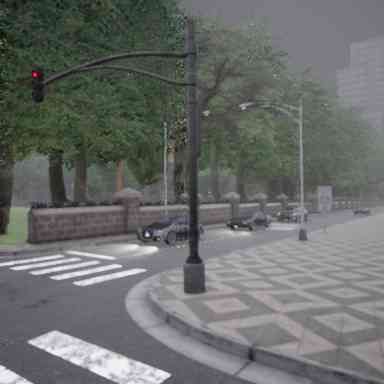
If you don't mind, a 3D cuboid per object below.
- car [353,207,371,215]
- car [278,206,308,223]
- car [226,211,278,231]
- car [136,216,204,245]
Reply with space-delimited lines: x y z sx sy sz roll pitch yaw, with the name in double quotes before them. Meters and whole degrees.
"car" 26.776 2.954 52.314 1.895 1.301 4.718 -1 -2 36
"car" 10.587 2.244 34.913 2.097 1.767 4.553 -1 -2 35
"car" 4.741 2.226 26.657 2.033 1.411 5.357 -1 -2 35
"car" -1.120 2.034 18.362 1.994 1.385 4.181 -1 -2 35
